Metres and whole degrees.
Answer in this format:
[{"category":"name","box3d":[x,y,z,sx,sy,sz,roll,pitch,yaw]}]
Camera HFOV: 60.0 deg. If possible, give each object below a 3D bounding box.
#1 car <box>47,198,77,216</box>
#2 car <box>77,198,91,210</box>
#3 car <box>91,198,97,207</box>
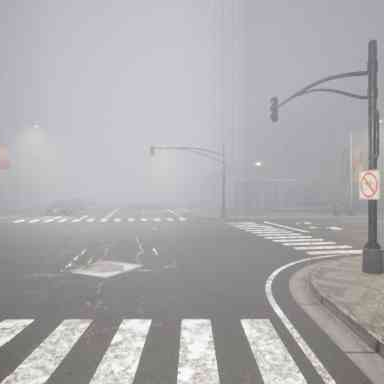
[{"category":"car","box3d":[-13.196,1.541,33.462,1.812,1.442,4.674,0,0,-10]},{"category":"car","box3d":[-14.783,1.502,43.294,1.882,1.535,5.008,0,0,-9]},{"category":"car","box3d":[-16.375,1.598,53.139,1.994,1.385,4.181,0,0,-9]}]
